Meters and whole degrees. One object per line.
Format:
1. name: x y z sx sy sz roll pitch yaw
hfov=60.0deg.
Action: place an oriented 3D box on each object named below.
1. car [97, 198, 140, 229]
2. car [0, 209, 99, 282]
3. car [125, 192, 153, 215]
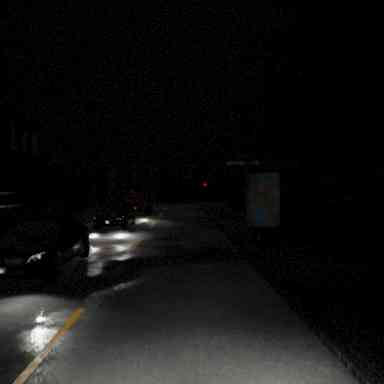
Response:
1. car: -4.584 1.352 20.155 1.837 1.490 4.892 0 0 -1
2. car: -4.322 1.460 9.705 1.812 1.442 4.674 0 0 -2
3. car: -4.829 0.980 30.750 2.150 2.045 5.566 0 0 -1
